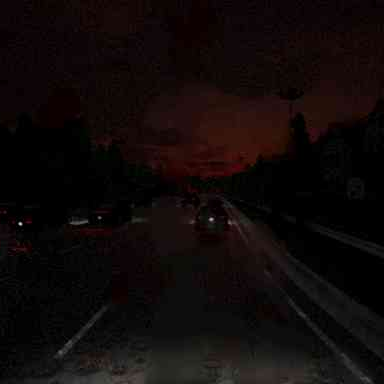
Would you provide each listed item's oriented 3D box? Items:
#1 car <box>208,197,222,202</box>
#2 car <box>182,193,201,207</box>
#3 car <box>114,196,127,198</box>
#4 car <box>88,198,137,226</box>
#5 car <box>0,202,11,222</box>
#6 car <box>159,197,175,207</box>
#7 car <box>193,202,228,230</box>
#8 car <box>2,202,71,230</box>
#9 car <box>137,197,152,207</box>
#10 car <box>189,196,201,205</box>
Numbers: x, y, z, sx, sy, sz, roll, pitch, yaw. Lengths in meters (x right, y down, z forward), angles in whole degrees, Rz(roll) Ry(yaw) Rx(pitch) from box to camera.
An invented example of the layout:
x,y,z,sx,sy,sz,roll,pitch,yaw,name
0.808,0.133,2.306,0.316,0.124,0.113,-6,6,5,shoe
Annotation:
x,y,z,sx,sy,sz,roll,pitch,yaw,name
3.248,1.462,47.698,1.882,1.535,5.008,0,0,4,car
-0.238,1.200,49.351,2.150,2.045,5.566,0,0,4,car
-10.678,1.311,50.550,2.097,1.767,4.553,0,0,4,car
-5.590,1.458,23.266,1.882,1.535,5.008,0,0,4,car
-12.569,1.446,23.796,1.882,1.535,5.008,0,0,4,car
-3.693,1.498,50.089,1.812,1.442,4.674,0,0,4,car
1.273,1.557,21.160,1.994,1.385,4.181,0,0,4,car
-9.282,1.482,20.806,1.837,1.490,4.892,0,0,4,car
-7.222,1.458,49.841,2.128,1.511,4.902,0,0,4,car
0.532,1.480,59.712,1.837,1.490,4.892,0,0,4,car
